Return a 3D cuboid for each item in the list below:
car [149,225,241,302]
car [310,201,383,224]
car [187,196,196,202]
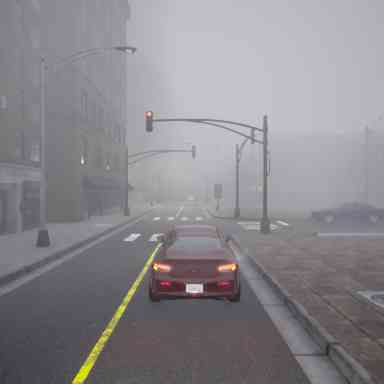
[{"bbox_3d":[0.074,1.526,8.139,1.812,1.442,4.674,0,0,1],"label":"car"},{"bbox_3d":[11.078,1.432,23.851,5.008,1.535,1.882,0,0,0],"label":"car"},{"bbox_3d":[-0.150,1.567,76.115,1.812,1.442,4.674,0,0,0],"label":"car"}]
